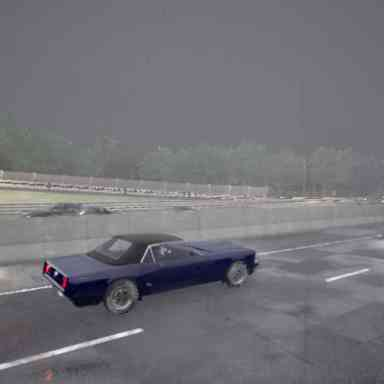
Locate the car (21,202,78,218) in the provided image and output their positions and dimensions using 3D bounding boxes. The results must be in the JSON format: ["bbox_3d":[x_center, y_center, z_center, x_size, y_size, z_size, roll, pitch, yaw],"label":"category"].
[{"bbox_3d":[-9.216,1.510,23.213,4.892,1.490,1.837,0,0,-35],"label":"car"}]

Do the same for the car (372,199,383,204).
[{"bbox_3d":[26.972,1.639,44.692,5.357,1.411,2.033,0,0,-35],"label":"car"}]

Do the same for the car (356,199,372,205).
[{"bbox_3d":[25.411,1.657,47.873,4.181,1.385,1.994,0,0,-35],"label":"car"}]

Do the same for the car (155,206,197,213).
[{"bbox_3d":[-1.072,1.574,20.422,4.181,1.385,1.994,0,0,-35],"label":"car"}]

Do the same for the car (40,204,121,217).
[{"bbox_3d":[-6.604,1.607,20.777,4.718,1.301,1.895,0,0,-35],"label":"car"}]

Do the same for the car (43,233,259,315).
[{"bbox_3d":[-0.685,1.604,7.565,4.718,1.301,1.895,0,0,-36],"label":"car"}]
